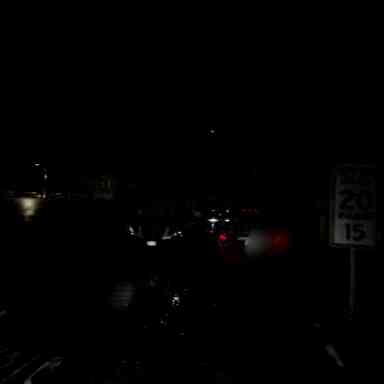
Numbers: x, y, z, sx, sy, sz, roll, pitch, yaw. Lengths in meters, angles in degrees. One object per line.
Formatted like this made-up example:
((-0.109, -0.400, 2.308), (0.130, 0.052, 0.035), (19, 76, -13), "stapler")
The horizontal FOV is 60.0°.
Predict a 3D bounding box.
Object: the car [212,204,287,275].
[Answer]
((1.996, 1.493, 11.426), (2.097, 1.767, 4.553), (2, 0, 10), "car")

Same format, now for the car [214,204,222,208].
((3.206, 1.965, 34.948), (1.895, 1.301, 4.718), (2, -1, 11), "car")

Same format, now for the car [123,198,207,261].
((-0.753, 1.266, 12.956), (2.150, 2.045, 5.566), (2, 0, 10), "car")
